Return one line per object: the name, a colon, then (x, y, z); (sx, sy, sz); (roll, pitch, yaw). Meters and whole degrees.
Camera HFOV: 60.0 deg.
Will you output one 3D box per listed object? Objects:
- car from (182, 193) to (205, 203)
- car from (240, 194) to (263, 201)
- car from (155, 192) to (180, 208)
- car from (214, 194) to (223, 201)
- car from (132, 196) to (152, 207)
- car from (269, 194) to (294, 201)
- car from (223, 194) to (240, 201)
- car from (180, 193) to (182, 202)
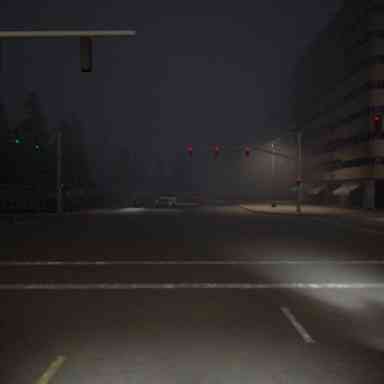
car: (0.619, 1.056, 59.377); (2.097, 1.767, 4.553); (0, 0, 26)
car: (13.087, 1.128, 70.233); (5.008, 1.535, 1.882); (0, 0, -41)
car: (-3.301, 1.007, 43.163); (2.150, 2.045, 5.566); (0, 0, 4)
car: (7.011, 1.142, 74.173); (4.674, 1.442, 1.812); (0, 0, -45)
car: (-6.635, 1.269, 44.627); (2.128, 1.511, 4.902); (0, 0, 5)
car: (18.486, 1.247, 69.921); (4.718, 1.301, 1.895); (0, 0, -33)
car: (9.603, 1.156, 71.807); (4.902, 1.511, 2.128); (0, 0, -45)
car: (-1.866, 1.041, 62.294); (2.097, 1.767, 4.553); (0, 0, 27)
